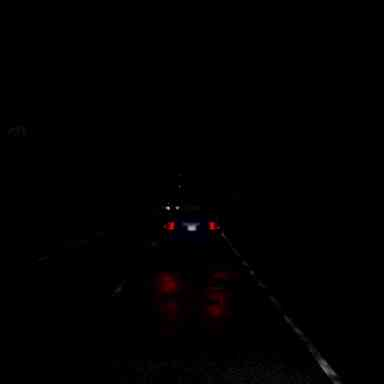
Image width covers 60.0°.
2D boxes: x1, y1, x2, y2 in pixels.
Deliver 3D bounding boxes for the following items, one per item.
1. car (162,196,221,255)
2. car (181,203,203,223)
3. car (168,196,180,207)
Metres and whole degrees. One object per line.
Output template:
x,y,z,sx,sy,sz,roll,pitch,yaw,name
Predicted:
-0.003,1.345,14.000,2.150,2.045,5.566,0,0,0,car
-0.005,1.790,29.365,1.812,1.442,4.674,0,0,0,car
-3.521,1.770,65.706,2.150,2.045,5.566,0,-1,0,car
